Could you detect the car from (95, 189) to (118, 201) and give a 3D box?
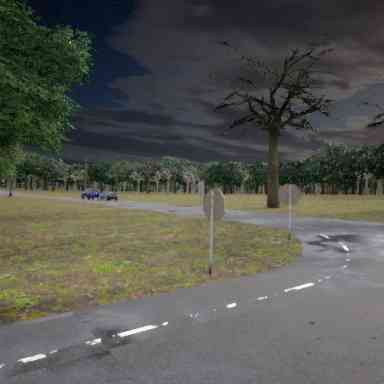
[{"bbox_3d":[-13.514,0.670,53.667,1.837,1.490,4.892,2,-1,-35],"label":"car"}]

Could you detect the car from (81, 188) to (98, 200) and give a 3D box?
[{"bbox_3d":[-18.222,0.354,60.141,2.150,2.045,5.566,2,-1,-36],"label":"car"}]
